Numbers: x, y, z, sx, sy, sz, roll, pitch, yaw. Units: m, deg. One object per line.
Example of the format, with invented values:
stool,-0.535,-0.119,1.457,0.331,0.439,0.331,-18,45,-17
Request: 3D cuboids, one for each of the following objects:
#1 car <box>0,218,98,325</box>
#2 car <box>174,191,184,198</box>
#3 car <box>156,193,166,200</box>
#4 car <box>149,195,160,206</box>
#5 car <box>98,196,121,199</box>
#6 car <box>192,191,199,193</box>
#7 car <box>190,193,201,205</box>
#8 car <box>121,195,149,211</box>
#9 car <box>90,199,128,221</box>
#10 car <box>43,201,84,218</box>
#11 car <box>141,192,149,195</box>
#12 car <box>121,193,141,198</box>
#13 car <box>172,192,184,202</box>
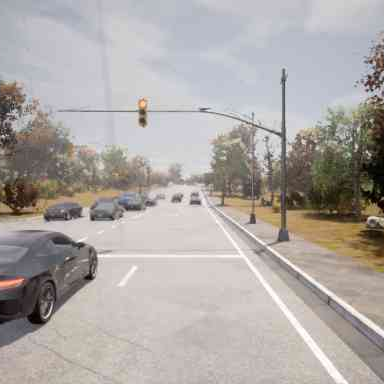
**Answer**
car,-3.400,1.526,7.007,1.812,1.442,4.674,0,0,-1
car,-2.853,0.587,74.082,1.895,1.301,4.718,0,3,1
car,-6.410,0.896,68.432,1.994,1.385,4.181,0,3,1
car,-6.643,1.554,52.723,1.895,1.301,4.718,0,1,1
car,-10.277,1.352,39.234,2.097,1.767,4.553,0,0,1
car,0.654,0.493,74.498,1.812,1.442,4.674,0,3,1
car,0.586,1.432,57.193,1.895,1.301,4.718,0,2,1
car,-6.767,1.478,40.151,1.882,1.535,5.008,0,0,1
car,-6.890,1.526,27.321,1.812,1.442,4.674,0,0,1
car,-10.390,1.505,27.225,1.837,1.490,4.892,0,0,1
car,-9.910,0.849,68.462,1.837,1.490,4.892,0,3,1
car,-10.138,1.170,53.027,2.150,2.045,5.566,0,1,1
car,-2.859,1.054,63.288,1.837,1.490,4.892,0,3,1
